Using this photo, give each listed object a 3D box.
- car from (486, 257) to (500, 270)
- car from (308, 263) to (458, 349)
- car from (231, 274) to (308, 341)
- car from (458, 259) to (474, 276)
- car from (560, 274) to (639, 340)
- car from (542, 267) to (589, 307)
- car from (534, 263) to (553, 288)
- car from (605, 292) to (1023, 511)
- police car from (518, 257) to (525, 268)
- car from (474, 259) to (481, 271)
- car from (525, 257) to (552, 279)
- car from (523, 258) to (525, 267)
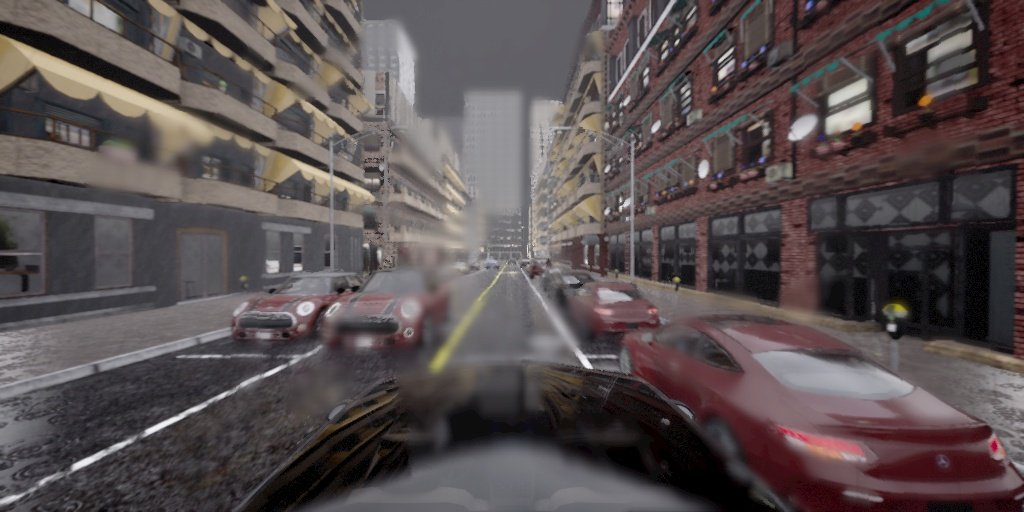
[{"bbox_3d":[-2.803,1.260,52.599,1.812,1.442,4.674,0,0,1],"label":"car"},{"bbox_3d":[-2.849,1.100,9.206,2.097,1.767,4.553,0,0,0],"label":"car"},{"bbox_3d":[-5.315,1.188,9.687,1.967,1.591,4.097,0,0,0],"label":"car"},{"bbox_3d":[-5.311,1.265,37.263,1.751,1.417,4.829,0,0,0],"label":"car"},{"bbox_3d":[2.566,1.330,9.707,1.802,1.307,4.207,0,0,0],"label":"car"},{"bbox_3d":[2.567,1.312,15.256,1.948,1.339,4.313,0,0,0],"label":"car"},{"bbox_3d":[2.567,1.296,20.805,2.007,1.370,4.403,0,0,0],"label":"car"},{"bbox_3d":[2.565,1.332,4.158,1.802,1.307,4.207,0,0,0],"label":"car"},{"bbox_3d":[2.249,1.157,58.451,1.930,1.638,5.238,0,0,0],"label":"police car"},{"bbox_3d":[-5.310,1.176,48.531,1.967,1.591,4.097,0,0,0],"label":"car"},{"bbox_3d":[2.569,1.056,31.903,2.192,1.841,5.009,0,0,0],"label":"car"},{"bbox_3d":[2.570,1.264,43.171,1.751,1.417,4.829,0,0,0],"label":"car"}]
